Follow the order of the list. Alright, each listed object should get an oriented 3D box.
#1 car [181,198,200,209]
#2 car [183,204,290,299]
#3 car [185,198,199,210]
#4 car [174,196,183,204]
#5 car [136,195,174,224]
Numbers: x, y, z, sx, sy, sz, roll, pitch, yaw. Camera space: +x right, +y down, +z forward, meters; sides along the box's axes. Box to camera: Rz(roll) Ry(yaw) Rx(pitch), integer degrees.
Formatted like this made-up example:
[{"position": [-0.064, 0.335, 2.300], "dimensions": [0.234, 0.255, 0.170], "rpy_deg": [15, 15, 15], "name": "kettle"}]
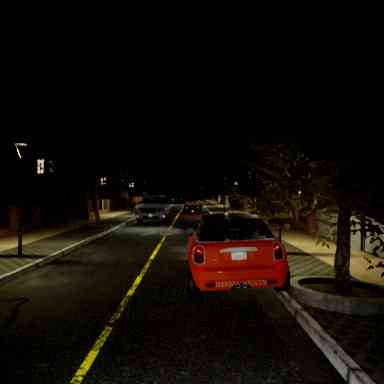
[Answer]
[{"position": [0.070, 1.662, 35.857], "dimensions": [1.895, 1.301, 4.718], "rpy_deg": [0, 0, 0], "name": "car"}, {"position": [0.921, 1.311, 8.642], "dimensions": [2.097, 1.767, 4.553], "rpy_deg": [-3, -1, 0], "name": "car"}, {"position": [0.051, 1.613, 45.559], "dimensions": [1.812, 1.442, 4.674], "rpy_deg": [0, 0, 1], "name": "car"}, {"position": [-2.754, 1.504, 64.106], "dimensions": [2.097, 1.767, 4.553], "rpy_deg": [0, 0, 0], "name": "car"}, {"position": [-2.853, 1.261, 25.633], "dimensions": [2.150, 2.045, 5.566], "rpy_deg": [0, 0, 0], "name": "car"}]
